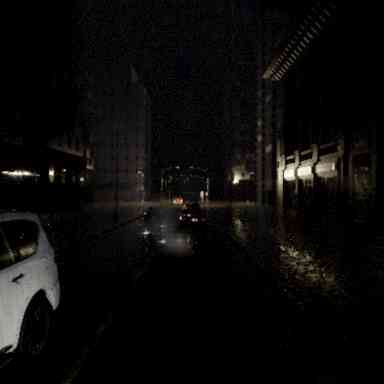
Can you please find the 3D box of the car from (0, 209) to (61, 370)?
[{"bbox_3d":[-3.093,1.247,2.922,2.150,2.045,5.566,0,0,0],"label":"car"}]

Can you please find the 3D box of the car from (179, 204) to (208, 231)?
[{"bbox_3d":[0.096,1.734,22.269,2.033,1.411,5.357,0,0,0],"label":"car"}]

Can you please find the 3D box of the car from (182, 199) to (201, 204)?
[{"bbox_3d":[0.093,1.867,44.691,2.128,1.511,4.902,0,0,0],"label":"car"}]

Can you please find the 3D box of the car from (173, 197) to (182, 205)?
[{"bbox_3d":[-3.003,1.848,71.540,2.097,1.767,4.553,0,0,0],"label":"car"}]

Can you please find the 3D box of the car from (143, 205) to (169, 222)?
[{"bbox_3d":[-3.102,1.846,29.228,1.895,1.301,4.718,0,0,0],"label":"car"}]
